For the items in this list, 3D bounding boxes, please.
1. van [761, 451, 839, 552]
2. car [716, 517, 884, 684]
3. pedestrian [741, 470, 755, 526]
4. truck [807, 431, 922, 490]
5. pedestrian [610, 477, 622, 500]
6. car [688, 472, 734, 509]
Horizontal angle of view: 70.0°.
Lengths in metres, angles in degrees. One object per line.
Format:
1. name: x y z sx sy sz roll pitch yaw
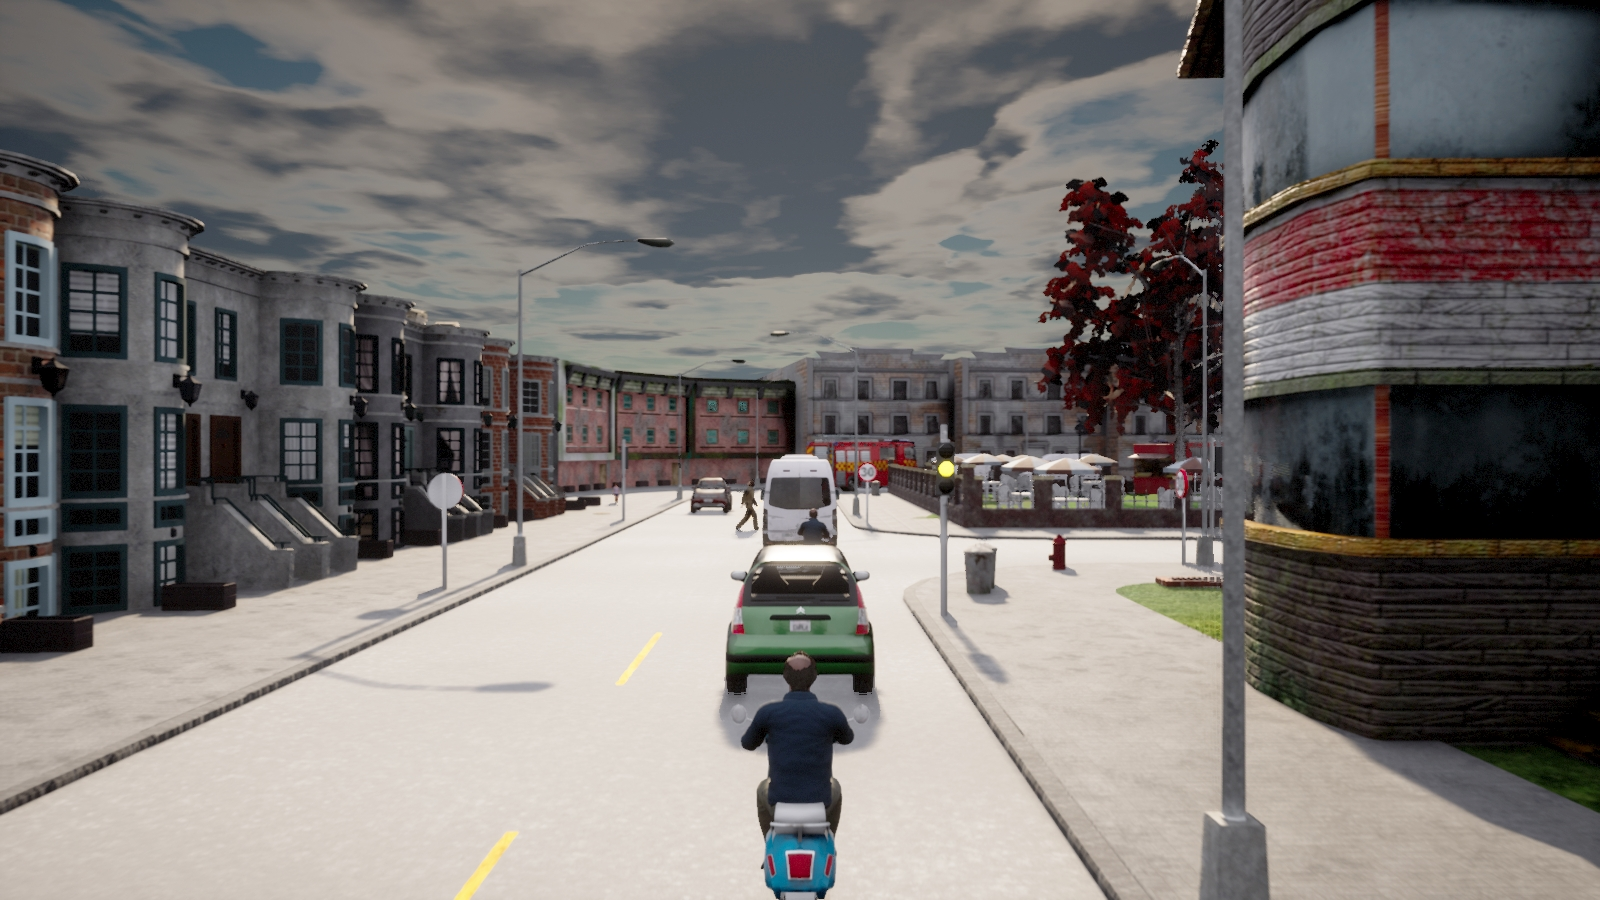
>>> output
1. van: -0.008 1.316 31.932 1.988 2.561 5.915 0 0 0
2. car: -0.001 1.781 14.635 1.851 1.617 3.988 0 0 0
3. pedestrian: -1.771 1.631 38.904 0.375 1.860 0.375 0 0 -29
4. truck: 4.518 0.677 78.522 8.468 3.827 2.891 0 0 -43
5. pedestrian: -9.091 1.909 56.411 0.500 1.100 0.500 0 0 -22
6. car: -4.013 1.809 51.965 1.789 1.549 3.705 0 0 0
